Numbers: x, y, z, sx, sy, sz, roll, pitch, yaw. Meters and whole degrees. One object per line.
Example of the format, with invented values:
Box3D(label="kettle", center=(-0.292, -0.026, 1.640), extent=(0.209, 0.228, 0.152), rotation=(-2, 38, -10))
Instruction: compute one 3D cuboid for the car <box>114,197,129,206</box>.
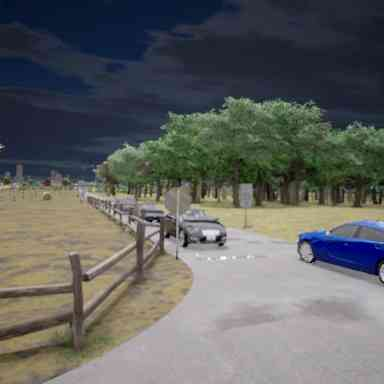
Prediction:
Box3D(label="car", center=(-12.995, 1.713, 60.880), extent=(2.033, 1.411, 5.357), rotation=(2, 0, -19))

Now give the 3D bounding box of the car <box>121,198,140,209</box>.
Box3D(label="car", center=(-9.531, 1.663, 51.108), extent=(2.128, 1.511, 4.902), rotation=(2, -1, -20))

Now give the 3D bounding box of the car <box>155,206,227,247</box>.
Box3D(label="car", center=(-0.012, 1.522, 15.207), extent=(2.128, 1.511, 4.902), rotation=(2, -1, -18))

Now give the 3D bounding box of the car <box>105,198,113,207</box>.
Box3D(label="car", center=(-11.760, 1.583, 48.839), extent=(2.128, 1.511, 4.902), rotation=(2, -1, -19))

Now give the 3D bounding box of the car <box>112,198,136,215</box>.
Box3D(label="car", center=(-6.795, 1.571, 34.528), extent=(1.837, 1.490, 4.892), rotation=(2, -1, -20))

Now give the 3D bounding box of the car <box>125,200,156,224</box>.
Box3D(label="car", center=(-3.323, 1.596, 24.686), extent=(2.033, 1.411, 5.357), rotation=(2, -1, -19))

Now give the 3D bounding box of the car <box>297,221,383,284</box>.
Box3D(label="car", center=(5.133, 1.572, 9.609), extent=(1.882, 1.535, 5.008), rotation=(2, -1, -19))
